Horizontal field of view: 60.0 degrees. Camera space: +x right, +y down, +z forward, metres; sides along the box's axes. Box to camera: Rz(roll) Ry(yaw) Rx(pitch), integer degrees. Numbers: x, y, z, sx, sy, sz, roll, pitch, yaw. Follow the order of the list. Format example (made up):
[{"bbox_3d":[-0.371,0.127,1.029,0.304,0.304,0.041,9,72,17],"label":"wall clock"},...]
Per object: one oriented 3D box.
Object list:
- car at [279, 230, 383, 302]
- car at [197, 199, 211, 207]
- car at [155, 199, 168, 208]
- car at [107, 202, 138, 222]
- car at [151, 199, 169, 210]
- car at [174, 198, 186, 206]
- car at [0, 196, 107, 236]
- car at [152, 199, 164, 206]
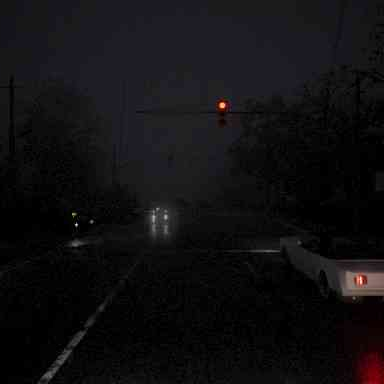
[{"bbox_3d":[3.589,1.601,8.196,1.895,1.301,4.718,0,0,0],"label":"car"},{"bbox_3d":[2.034,1.805,56.297,2.033,1.411,5.357,0,-1,-7],"label":"car"},{"bbox_3d":[-4.838,1.771,52.702,1.994,1.385,4.181,0,-1,-7],"label":"car"},{"bbox_3d":[-6.548,1.485,24.807,5.008,1.535,1.882,-1,1,-20],"label":"car"},{"bbox_3d":[-4.075,1.596,42.810,1.812,1.442,4.674,0,-1,-3],"label":"car"},{"bbox_3d":[-2.268,1.863,61.277,2.128,1.511,4.902,0,-1,-9],"label":"car"},{"bbox_3d":[-7.868,1.236,18.376,5.566,2.045,2.150,0,0,19],"label":"car"},{"bbox_3d":[-6.607,2.032,64.872,1.994,1.385,4.181,0,-1,-11],"label":"car"}]
